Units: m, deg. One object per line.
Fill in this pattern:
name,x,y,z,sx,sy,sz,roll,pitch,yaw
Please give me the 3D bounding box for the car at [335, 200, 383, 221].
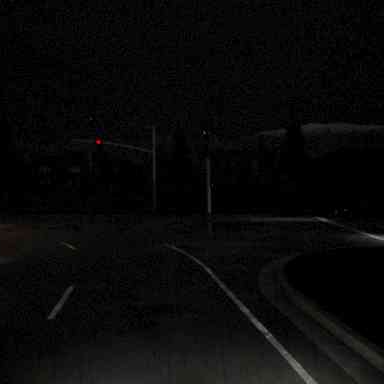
car,13.428,1.343,25.152,4.902,1.511,2.128,0,0,5
